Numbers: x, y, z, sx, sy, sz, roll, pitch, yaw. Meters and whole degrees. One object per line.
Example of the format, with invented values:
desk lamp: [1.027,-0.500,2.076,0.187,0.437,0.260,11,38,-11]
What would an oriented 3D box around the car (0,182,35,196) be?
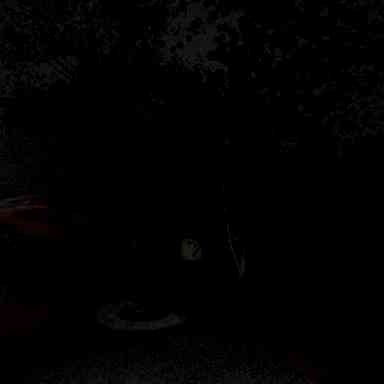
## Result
car: [-27.378,-0.411,51.069,5.566,2.045,2.435,1,1,-30]

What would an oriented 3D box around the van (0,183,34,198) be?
van: [-24.501,-0.213,46.337,4.442,1.987,1.878,1,1,-30]

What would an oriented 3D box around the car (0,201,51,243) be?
car: [-6.794,1.343,15.169,5.008,1.535,2.097,1,2,-30]

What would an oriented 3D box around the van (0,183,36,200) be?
van: [-21.935,-0.043,41.406,4.442,1.987,1.878,1,1,-30]

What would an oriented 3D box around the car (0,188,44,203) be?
car: [-19.146,0.398,36.804,4.792,1.488,2.163,1,2,-30]

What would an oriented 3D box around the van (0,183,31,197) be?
van: [-26.079,-0.302,48.623,4.442,1.987,1.878,1,1,-30]

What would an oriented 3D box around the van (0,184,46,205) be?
van: [-17.685,0.248,34.439,4.442,1.987,1.878,1,2,-30]

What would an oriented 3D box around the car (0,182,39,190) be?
car: [-14.948,0.442,29.483,5.566,2.045,2.435,1,2,-30]

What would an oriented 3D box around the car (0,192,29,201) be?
car: [-8.134,1.109,17.587,4.553,1.767,2.185,1,2,-30]

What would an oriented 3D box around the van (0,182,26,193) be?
van: [-34.197,-0.814,63.264,4.442,1.987,1.878,1,1,-30]

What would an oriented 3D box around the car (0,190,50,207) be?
car: [-16.382,0.612,31.864,4.792,1.488,2.163,1,2,-30]

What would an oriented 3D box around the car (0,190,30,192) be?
car: [-12.391,0.905,24.580,5.366,1.575,1.946,1,2,-30]

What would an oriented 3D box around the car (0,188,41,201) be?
car: [-20.456,0.305,39.093,4.792,1.488,2.163,1,1,-30]

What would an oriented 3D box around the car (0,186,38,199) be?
car: [-23.227,0.096,43.884,5.008,1.535,2.097,1,1,-30]

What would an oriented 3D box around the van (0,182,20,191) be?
van: [-42.661,-1.329,77.570,4.442,1.987,1.878,1,1,-30]

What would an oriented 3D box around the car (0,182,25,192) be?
car: [-38.451,-1.097,70.399,5.566,2.045,2.435,1,1,-30]

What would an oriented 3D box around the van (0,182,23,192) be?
van: [-39.703,-1.155,72.874,4.442,1.987,1.878,1,1,-30]

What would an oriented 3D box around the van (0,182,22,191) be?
van: [-41.017,-1.236,75.168,4.442,1.987,1.878,1,1,-30]
